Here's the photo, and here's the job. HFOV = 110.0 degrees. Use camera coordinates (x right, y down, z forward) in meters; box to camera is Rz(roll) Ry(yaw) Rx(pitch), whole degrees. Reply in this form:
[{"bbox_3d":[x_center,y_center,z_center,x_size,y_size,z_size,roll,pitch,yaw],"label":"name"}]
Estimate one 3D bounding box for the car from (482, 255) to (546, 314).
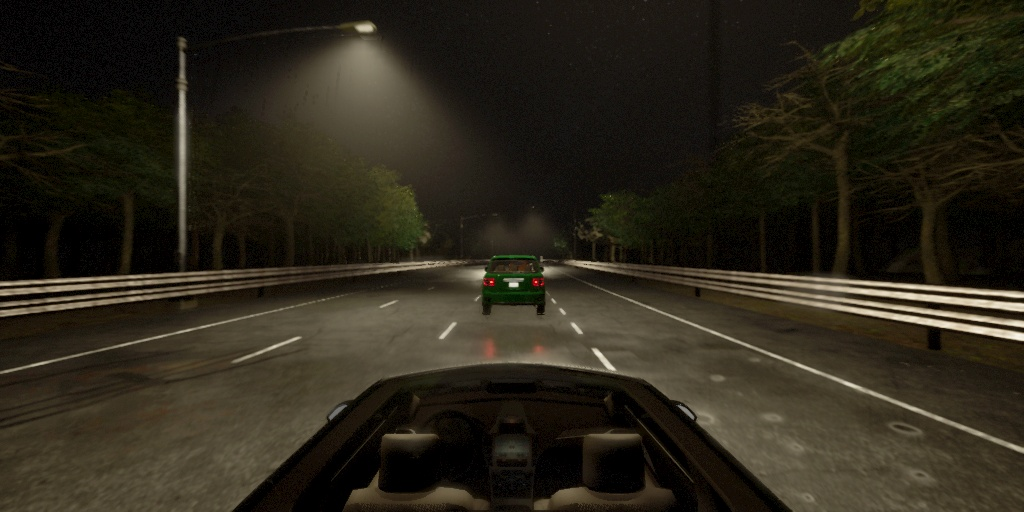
[{"bbox_3d":[0.089,1.001,13.884,2.150,2.045,5.566,0,0,1],"label":"car"}]
